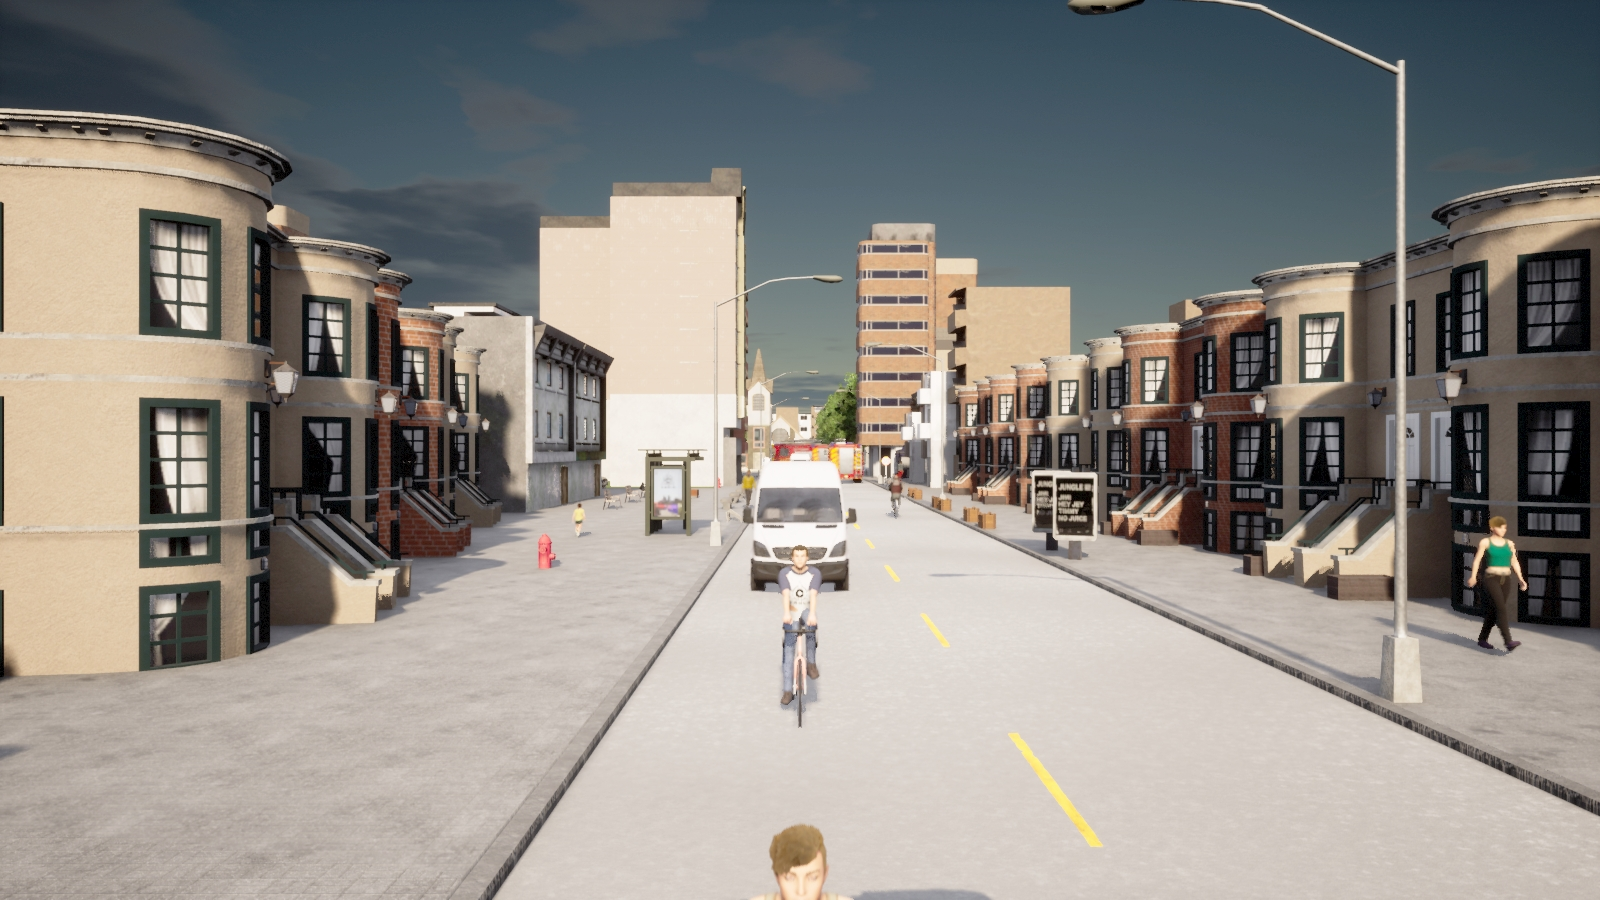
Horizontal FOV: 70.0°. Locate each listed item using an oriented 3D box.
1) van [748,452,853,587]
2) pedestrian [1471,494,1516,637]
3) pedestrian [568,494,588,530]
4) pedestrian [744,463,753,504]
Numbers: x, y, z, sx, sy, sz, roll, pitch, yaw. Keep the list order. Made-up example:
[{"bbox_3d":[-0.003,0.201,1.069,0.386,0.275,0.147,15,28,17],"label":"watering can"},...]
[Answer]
[{"bbox_3d":[0.004,1.324,24.642,1.988,2.561,5.915,0,0,0],"label":"van"},{"bbox_3d":[9.255,1.530,15.242,0.375,1.860,0.375,0,0,1],"label":"pedestrian"},{"bbox_3d":[-6.878,1.923,35.418,0.500,1.100,0.500,0,0,7],"label":"pedestrian"},{"bbox_3d":[-2.388,1.544,52.632,0.375,1.860,0.375,0,0,-11],"label":"pedestrian"}]
